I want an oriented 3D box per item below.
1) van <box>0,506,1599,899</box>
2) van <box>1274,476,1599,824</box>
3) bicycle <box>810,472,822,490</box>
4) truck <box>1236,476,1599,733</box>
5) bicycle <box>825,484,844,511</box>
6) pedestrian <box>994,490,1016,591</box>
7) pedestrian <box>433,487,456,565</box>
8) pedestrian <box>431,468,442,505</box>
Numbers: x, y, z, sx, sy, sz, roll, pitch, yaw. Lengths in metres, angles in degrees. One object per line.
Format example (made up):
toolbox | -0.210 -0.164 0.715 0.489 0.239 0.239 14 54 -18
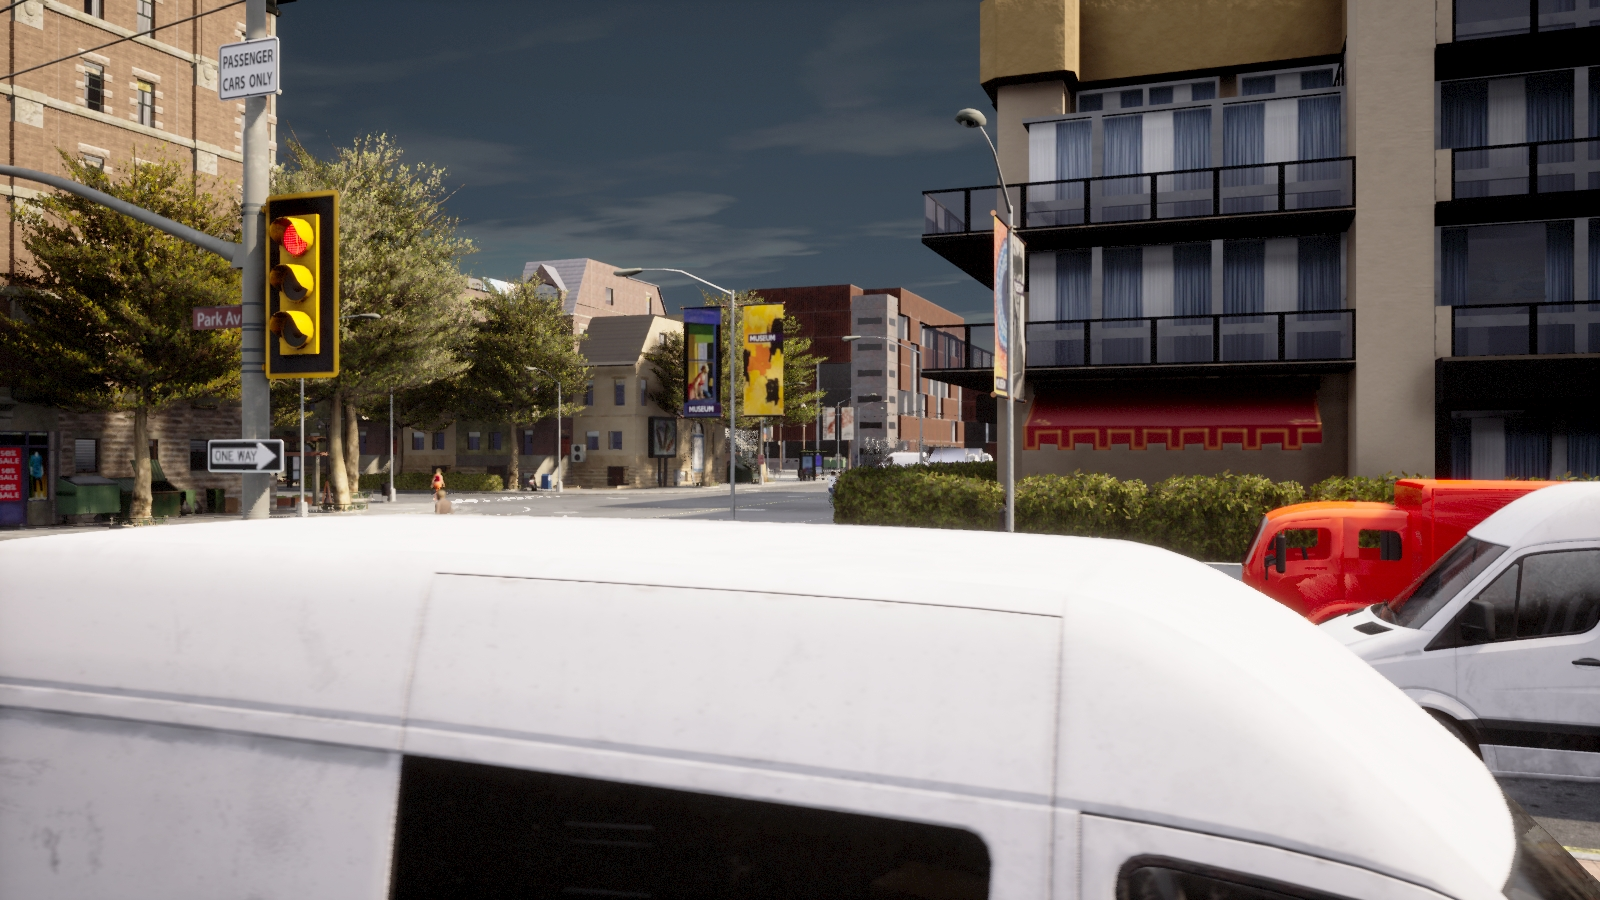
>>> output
van | 0.289 1.534 3.165 5.915 2.561 1.988 0 0 21
van | 7.076 1.534 9.260 5.915 2.561 1.988 0 0 21
bicycle | 1.148 2.206 82.037 0.373 1.196 1.643 0 1 20
truck | 7.678 1.568 12.781 5.204 2.467 2.627 0 0 20
bicycle | 1.615 2.206 53.673 0.373 1.196 1.643 0 0 20
pedestrian | 3.865 1.696 21.551 0.375 1.860 0.375 0 0 7
pedestrian | -8.693 1.849 27.964 0.375 1.860 0.375 0 0 23
pedestrian | -18.471 1.846 58.104 0.375 1.860 0.375 0 0 17
